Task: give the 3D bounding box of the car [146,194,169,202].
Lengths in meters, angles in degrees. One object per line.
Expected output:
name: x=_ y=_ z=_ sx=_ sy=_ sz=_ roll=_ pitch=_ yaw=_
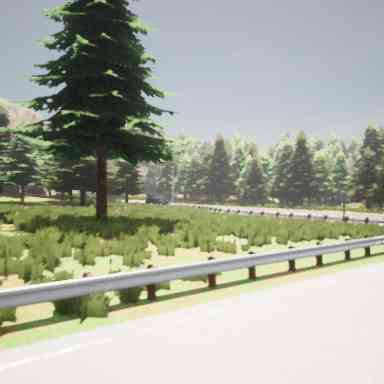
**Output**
car: x=-6.104 y=1.457 z=57.897 sx=2.150 sy=2.045 sz=5.566 roll=1 pitch=-1 yaw=-34
